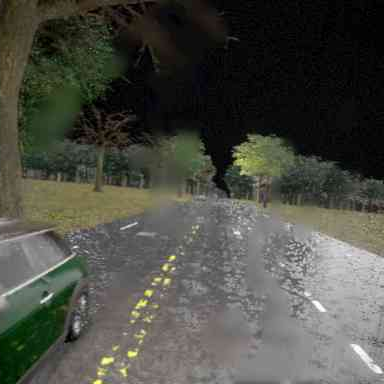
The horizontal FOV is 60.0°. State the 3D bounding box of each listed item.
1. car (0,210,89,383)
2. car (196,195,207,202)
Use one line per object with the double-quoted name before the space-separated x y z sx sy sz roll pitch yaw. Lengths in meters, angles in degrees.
"car" -2.575 1.129 3.077 2.097 1.767 4.553 5 0 1
"car" 2.001 1.339 68.116 1.994 1.385 4.181 5 0 4
